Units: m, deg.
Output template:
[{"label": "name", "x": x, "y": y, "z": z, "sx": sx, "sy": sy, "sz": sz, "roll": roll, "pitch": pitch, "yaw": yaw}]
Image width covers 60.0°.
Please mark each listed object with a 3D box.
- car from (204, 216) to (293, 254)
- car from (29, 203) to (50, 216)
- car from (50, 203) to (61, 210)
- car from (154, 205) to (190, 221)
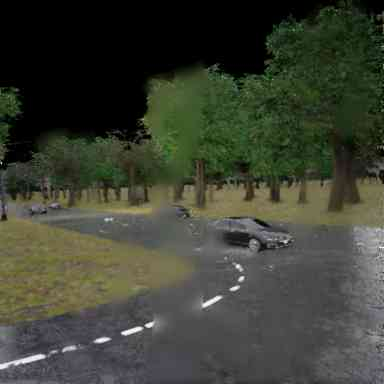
[{"label": "car", "x": 2.543, "y": 1.960, "z": 16.079, "sx": 1.837, "sy": 1.490, "sz": 4.892, "roll": -3, "pitch": -1, "yaw": -36}, {"label": "car", "x": -25.921, "y": 2.880, "z": 55.889, "sx": 2.150, "sy": 2.045, "sz": 5.566, "roll": -3, "pitch": 1, "yaw": -32}, {"label": "car", "x": -30.144, "y": 3.226, "z": 73.116, "sx": 1.812, "sy": 1.442, "sz": 4.674, "roll": -3, "pitch": 1, "yaw": -36}, {"label": "car", "x": -2.166, "y": 2.138, "z": 34.491, "sx": 1.837, "sy": 1.490, "sz": 4.892, "roll": -3, "pitch": 0, "yaw": -36}]
